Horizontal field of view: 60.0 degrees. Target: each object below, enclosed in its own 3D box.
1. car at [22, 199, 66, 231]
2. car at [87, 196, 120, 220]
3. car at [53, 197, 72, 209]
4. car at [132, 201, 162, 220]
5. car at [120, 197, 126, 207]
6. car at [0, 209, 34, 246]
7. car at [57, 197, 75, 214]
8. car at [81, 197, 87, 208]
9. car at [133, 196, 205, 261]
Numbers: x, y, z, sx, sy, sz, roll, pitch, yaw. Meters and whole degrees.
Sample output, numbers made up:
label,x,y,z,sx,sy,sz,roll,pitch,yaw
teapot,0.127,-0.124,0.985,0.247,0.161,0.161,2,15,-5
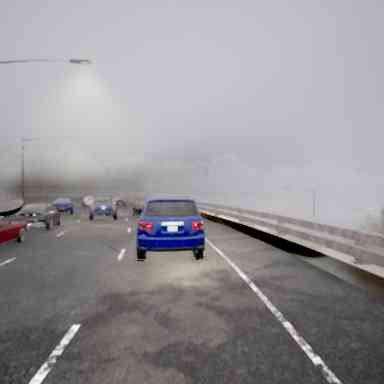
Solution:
label,x,y,z,sx,sy,sz,roll,pitch,yaw
car,-9.152,1.443,20.058,1.837,1.490,4.892,0,1,-12
car,-7.343,1.245,27.484,2.097,1.767,4.553,0,0,-16
car,-17.416,1.412,44.658,1.994,1.385,4.181,0,0,-25
car,-3.947,1.477,28.309,1.895,1.301,4.718,0,0,-16
car,-10.456,1.339,46.283,1.812,1.442,4.674,0,0,-24
car,-8.082,1.568,12.919,1.895,1.301,4.718,0,0,-7
car,-12.915,1.363,33.535,1.882,1.535,5.008,0,1,-19
car,-14.199,1.355,46.030,1.812,1.442,4.674,0,0,-25
car,-0.911,1.163,12.340,2.150,2.045,5.566,0,0,-7
